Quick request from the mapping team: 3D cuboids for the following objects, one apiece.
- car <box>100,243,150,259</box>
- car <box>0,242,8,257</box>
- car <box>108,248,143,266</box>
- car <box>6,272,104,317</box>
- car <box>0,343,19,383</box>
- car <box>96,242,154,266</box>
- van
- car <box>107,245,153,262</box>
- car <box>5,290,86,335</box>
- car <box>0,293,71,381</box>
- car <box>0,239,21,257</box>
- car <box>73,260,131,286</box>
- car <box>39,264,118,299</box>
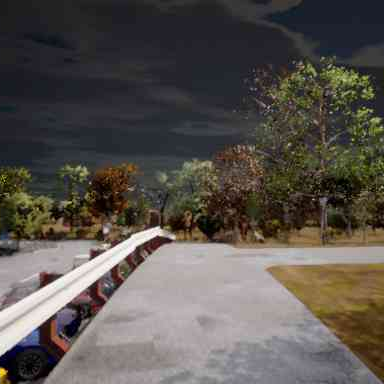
[{"bbox_3d":[-7.002,6.171,31.490,5.566,2.045,2.435,2,-4,-20],"label":"car"},{"bbox_3d":[-23.941,6.886,37.581,4.792,1.488,2.163,1,-5,-20],"label":"car"},{"bbox_3d":[-6.937,6.084,28.491,4.553,1.767,2.185,2,-4,-20],"label":"car"},{"bbox_3d":[-6.948,5.225,16.421,4.553,1.767,2.185,2,-5,-20],"label":"car"},{"bbox_3d":[-7.055,4.696,7.309,5.366,1.575,1.946,2,-4,-20],"label":"car"},{"bbox_3d":[-6.975,6.388,34.543,5.566,2.045,2.435,2,-5,-20],"label":"car"},{"bbox_3d":[-6.848,5.774,25.523,4.442,1.987,1.878,2,-5,-20],"label":"van"},{"bbox_3d":[-6.993,6.882,37.539,4.792,1.488,2.163,2,-5,-20],"label":"car"},{"bbox_3d":[-6.938,5.164,13.394,4.792,1.488,2.163,2,-4,-20],"label":"car"},{"bbox_3d":[-6.865,4.671,10.420,5.566,2.045,2.435,2,-5,-20],"label":"car"},{"bbox_3d":[-23.994,6.814,40.511,5.566,2.045,2.435,1,-4,-20],"label":"car"},{"bbox_3d":[-6.939,5.781,22.447,4.892,1.521,2.231,2,-4,-20],"label":"car"},{"bbox_3d":[-6.970,5.440,19.443,4.553,1.767,2.185,2,-5,-20],"label":"car"}]
